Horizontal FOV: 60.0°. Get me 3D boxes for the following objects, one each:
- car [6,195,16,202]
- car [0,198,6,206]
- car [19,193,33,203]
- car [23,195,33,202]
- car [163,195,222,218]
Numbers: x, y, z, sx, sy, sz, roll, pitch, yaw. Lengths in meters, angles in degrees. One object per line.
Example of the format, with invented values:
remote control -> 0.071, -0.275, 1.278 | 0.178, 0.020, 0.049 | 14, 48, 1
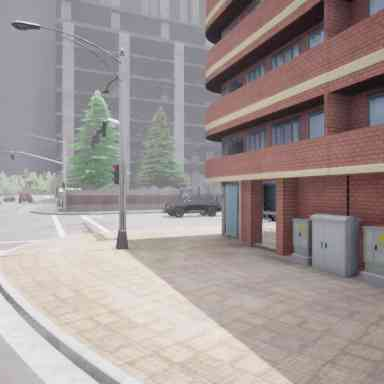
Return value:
car -> -41.331, 1.524, 75.738 | 1.812, 1.442, 4.674 | 0, 0, -23
car -> -31.659, 1.477, 53.326 | 1.882, 1.535, 5.008 | 0, 0, -23
car -> -34.775, 1.225, 69.302 | 2.150, 2.045, 5.566 | 0, 0, -23
car -> -38.935, 1.524, 79.037 | 1.812, 1.442, 4.674 | 0, 0, -23
car -> 0.092, 1.277, 31.261 | 5.566, 2.045, 2.150 | 0, 0, -23
